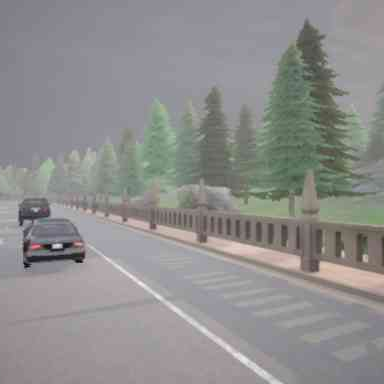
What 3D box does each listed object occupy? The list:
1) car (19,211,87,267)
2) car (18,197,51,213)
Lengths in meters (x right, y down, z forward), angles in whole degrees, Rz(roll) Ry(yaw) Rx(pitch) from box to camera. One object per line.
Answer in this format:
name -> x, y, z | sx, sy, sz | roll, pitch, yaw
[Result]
car -> -5.063, 1.649, 11.967 | 2.033, 1.411, 5.357 | 0, 0, -27
car -> -12.397, 1.445, 26.235 | 2.150, 2.045, 5.566 | 0, 0, -27
